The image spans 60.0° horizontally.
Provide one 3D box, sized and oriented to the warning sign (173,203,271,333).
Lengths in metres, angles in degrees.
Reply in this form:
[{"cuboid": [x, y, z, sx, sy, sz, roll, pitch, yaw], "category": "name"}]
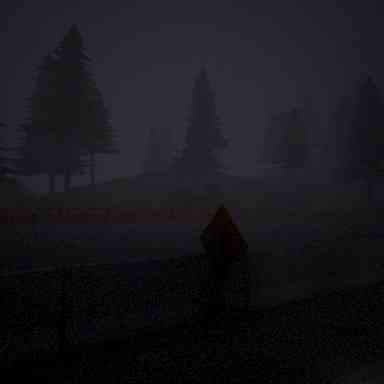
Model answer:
[{"cuboid": [0.475, 1.140, 5.692, 1.060, 1.860, 1.300, 1, -1, -34], "category": "warning sign"}]
